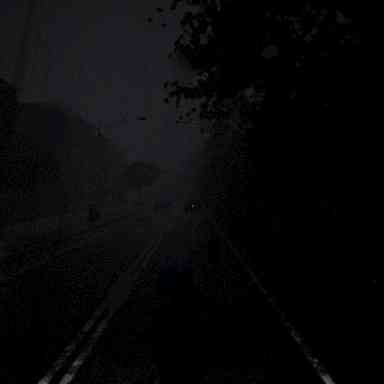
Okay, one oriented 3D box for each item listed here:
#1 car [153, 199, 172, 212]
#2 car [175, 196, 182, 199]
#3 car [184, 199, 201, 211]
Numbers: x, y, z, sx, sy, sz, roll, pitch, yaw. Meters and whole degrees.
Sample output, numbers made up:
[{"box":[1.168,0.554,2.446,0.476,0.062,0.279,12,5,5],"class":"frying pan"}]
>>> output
[{"box":[-3.343,1.524,38.132,1.812,1.442,4.674,0,0,0],"class":"car"},{"box":[-3.209,1.496,78.925,1.812,1.442,4.674,0,0,0],"class":"car"},{"box":[0.103,1.561,39.780,1.994,1.385,4.181,0,0,0],"class":"car"}]
